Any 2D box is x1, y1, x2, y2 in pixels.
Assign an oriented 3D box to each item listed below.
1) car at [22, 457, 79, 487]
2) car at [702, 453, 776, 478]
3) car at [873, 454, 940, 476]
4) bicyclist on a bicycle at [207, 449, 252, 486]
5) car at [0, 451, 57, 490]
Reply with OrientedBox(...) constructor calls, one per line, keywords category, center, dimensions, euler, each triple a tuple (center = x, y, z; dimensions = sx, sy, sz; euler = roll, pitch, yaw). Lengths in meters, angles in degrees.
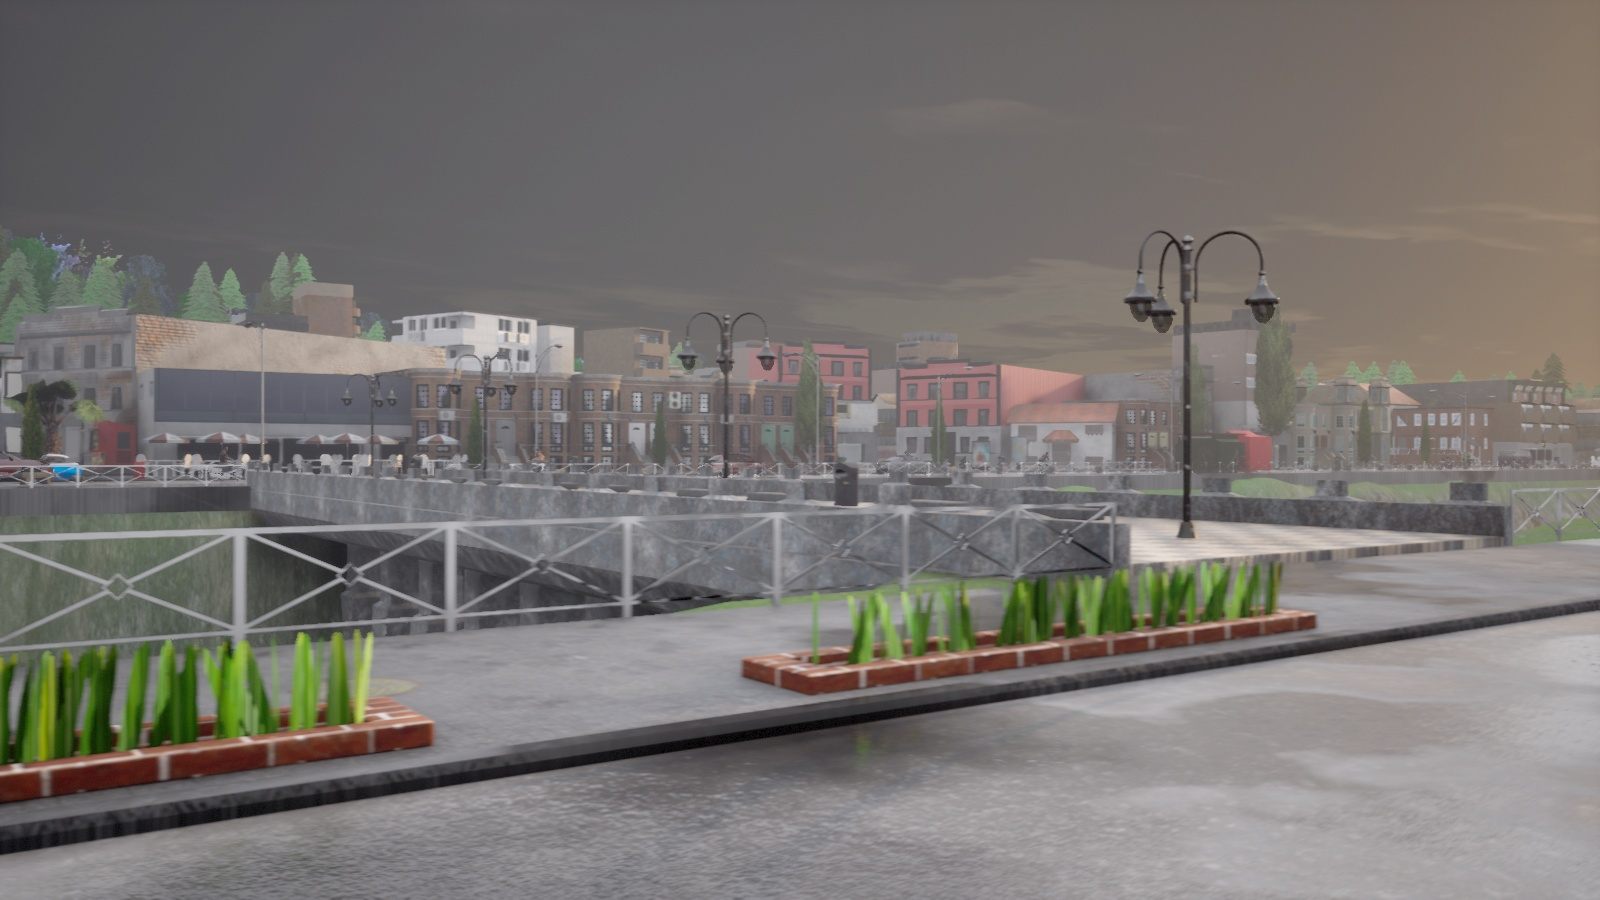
OrientedBox(category="car", center=(-35.541, 1.021, 59.549), dimensions=(2.207, 1.376, 1.481), euler=(0, 0, -35))
OrientedBox(category="car", center=(-3.746, 0.955, 76.820), dimensions=(4.193, 1.474, 1.816), euler=(0, 0, -35))
OrientedBox(category="car", center=(7.177, 1.000, 84.426), dimensions=(4.181, 1.385, 1.994), euler=(0, 0, -35))
OrientedBox(category="bicyclist on a bicycle", center=(-27.405, 0.821, 60.343), dimensions=(1.843, 1.776, 0.659), euler=(0, 0, -35))
OrientedBox(category="car", center=(-35.329, 0.884, 54.823), dimensions=(4.856, 1.649, 2.033), euler=(0, 0, -35))
